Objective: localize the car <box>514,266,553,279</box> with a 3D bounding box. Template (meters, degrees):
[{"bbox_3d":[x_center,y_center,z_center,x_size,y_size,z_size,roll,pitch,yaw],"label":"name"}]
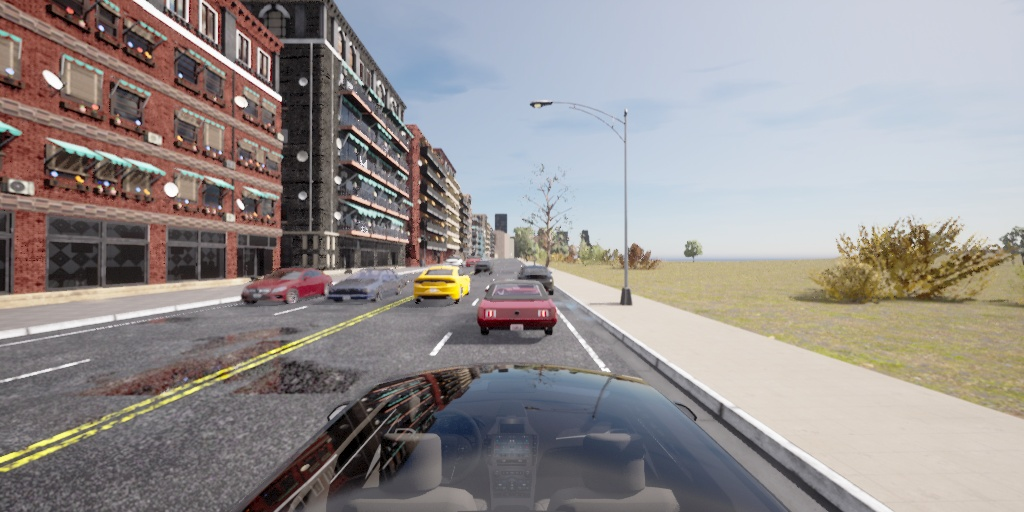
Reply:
[{"bbox_3d":[1.195,1.251,19.644,1.837,1.490,4.892,0,0,0],"label":"car"}]

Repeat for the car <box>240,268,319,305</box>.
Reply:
[{"bbox_3d":[-9.805,1.272,16.127,1.812,1.442,4.674,0,0,0],"label":"car"}]

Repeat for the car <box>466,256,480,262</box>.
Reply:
[{"bbox_3d":[-6.395,0.954,59.635,2.150,2.045,5.566,0,0,0],"label":"car"}]

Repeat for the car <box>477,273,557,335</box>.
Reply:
[{"bbox_3d":[0.128,1.349,10.443,1.895,1.301,4.718,0,0,0],"label":"car"}]

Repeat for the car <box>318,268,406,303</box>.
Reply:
[{"bbox_3d":[-6.554,1.294,16.892,2.033,1.411,5.357,0,0,0],"label":"car"}]

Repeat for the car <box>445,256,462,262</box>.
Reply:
[{"bbox_3d":[-9.643,0.954,59.605,2.150,2.045,5.566,0,0,1],"label":"car"}]

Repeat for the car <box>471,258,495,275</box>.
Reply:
[{"bbox_3d":[-3.027,1.245,39.494,1.837,1.490,4.892,0,1,0],"label":"car"}]

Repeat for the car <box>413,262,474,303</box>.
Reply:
[{"bbox_3d":[-3.102,1.224,16.651,1.882,1.535,5.008,0,0,0],"label":"car"}]
